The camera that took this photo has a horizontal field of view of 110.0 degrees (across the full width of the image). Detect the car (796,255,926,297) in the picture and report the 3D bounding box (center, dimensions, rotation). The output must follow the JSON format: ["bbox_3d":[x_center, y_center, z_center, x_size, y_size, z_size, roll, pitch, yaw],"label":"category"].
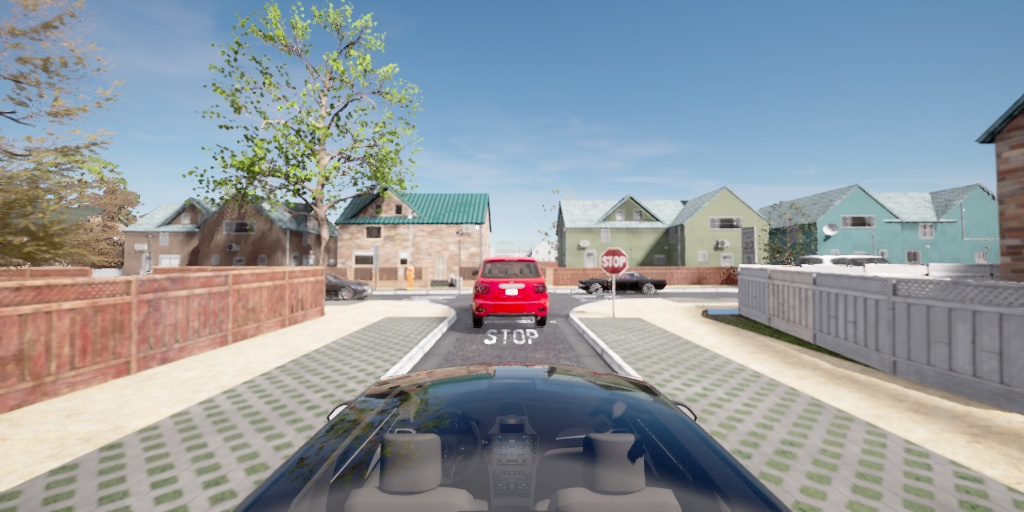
[{"bbox_3d":[16.810,0.978,17.484,5.566,2.045,2.150,0,-2,1],"label":"car"}]

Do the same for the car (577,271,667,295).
[{"bbox_3d":[6.154,1.551,20.563,4.718,1.301,1.895,-1,-2,1],"label":"car"}]

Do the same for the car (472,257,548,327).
[{"bbox_3d":[-0.166,1.065,12.037,2.150,2.045,5.566,0,-1,-3],"label":"car"}]

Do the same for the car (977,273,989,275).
[{"bbox_3d":[27.978,1.249,20.272,5.008,1.535,1.882,0,-2,1],"label":"car"}]

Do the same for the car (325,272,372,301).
[{"bbox_3d":[-9.401,1.522,17.819,4.674,1.442,1.812,-1,-2,1],"label":"car"}]

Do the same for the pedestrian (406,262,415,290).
[{"bbox_3d":[-6.706,1.312,23.654,0.375,1.860,0.375,0,-1,1],"label":"pedestrian"}]
